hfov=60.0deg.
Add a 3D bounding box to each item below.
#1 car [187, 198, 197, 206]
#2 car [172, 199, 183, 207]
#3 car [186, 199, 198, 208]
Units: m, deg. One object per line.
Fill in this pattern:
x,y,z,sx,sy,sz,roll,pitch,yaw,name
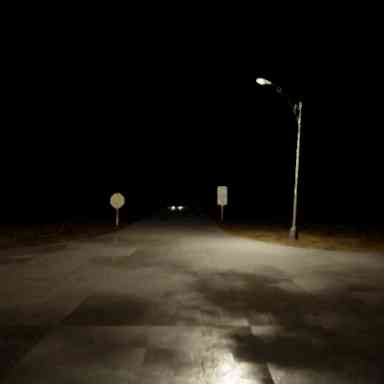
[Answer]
0.065,2.014,67.244,1.994,1.385,4.181,0,0,0,car
-2.691,1.972,61.407,2.033,1.411,5.357,0,0,0,car
0.055,1.969,57.191,1.994,1.385,4.181,0,0,0,car
